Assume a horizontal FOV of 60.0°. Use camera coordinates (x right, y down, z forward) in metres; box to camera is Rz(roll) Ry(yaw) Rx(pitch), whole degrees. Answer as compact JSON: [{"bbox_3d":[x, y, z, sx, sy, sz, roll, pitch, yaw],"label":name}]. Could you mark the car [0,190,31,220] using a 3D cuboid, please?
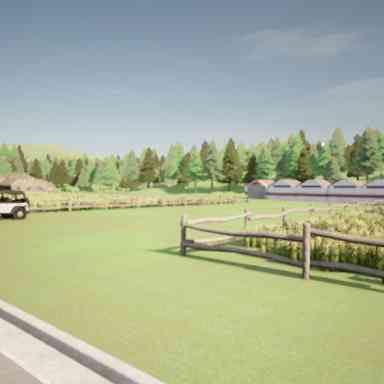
[{"bbox_3d":[-12.070,0.841,20.572,1.905,1.878,3.866,1,1,38],"label":"car"}]
